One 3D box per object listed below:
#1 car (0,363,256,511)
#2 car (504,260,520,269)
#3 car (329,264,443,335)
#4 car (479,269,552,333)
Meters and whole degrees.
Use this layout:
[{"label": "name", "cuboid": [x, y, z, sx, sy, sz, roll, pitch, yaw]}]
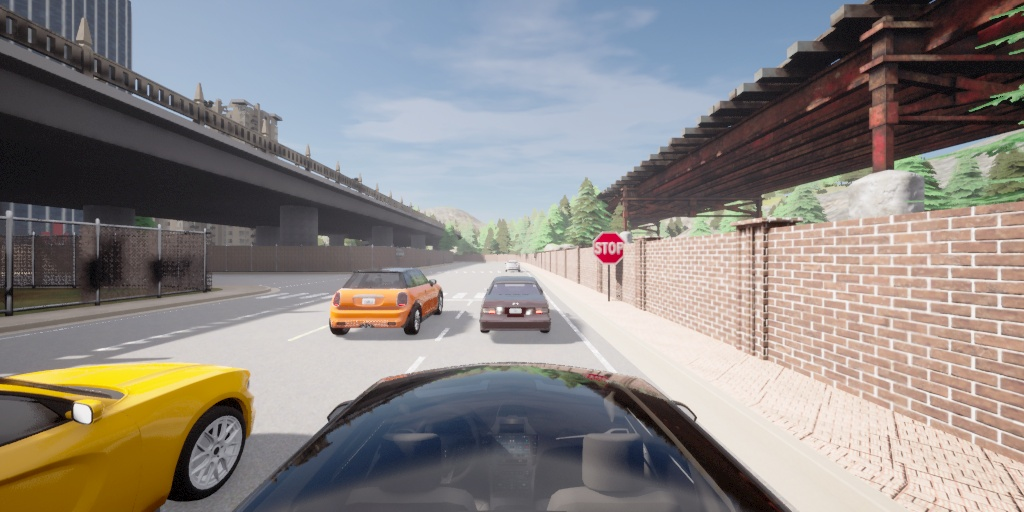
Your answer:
[{"label": "car", "cuboid": [-3.399, 1.228, 1.413, 1.882, 1.535, 5.008, 0, 0, 0]}, {"label": "car", "cuboid": [0.086, 1.276, 45.532, 1.812, 1.442, 4.674, 0, 0, -1]}, {"label": "car", "cuboid": [-3.423, 1.102, 10.670, 2.097, 1.767, 4.553, 0, 0, 0]}, {"label": "car", "cuboid": [0.078, 1.297, 10.693, 2.033, 1.411, 5.357, 0, 0, 0]}]
